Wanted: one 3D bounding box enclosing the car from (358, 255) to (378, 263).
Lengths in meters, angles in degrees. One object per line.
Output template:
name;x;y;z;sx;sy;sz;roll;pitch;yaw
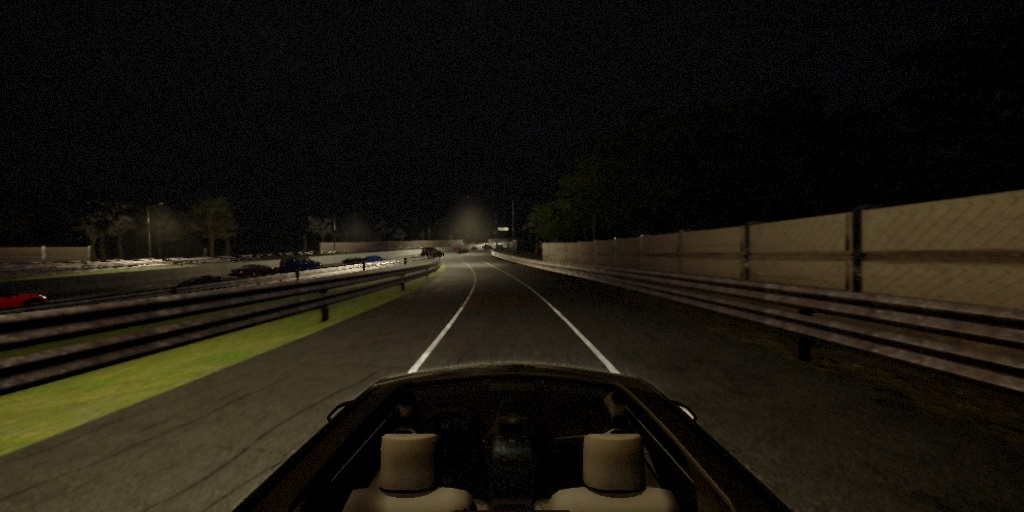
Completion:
car;-23.099;0.580;60.219;1.882;1.535;5.008;0;3;11

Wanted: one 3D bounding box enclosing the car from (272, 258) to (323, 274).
car;-26.190;1.194;44.581;2.150;2.045;5.566;0;3;11

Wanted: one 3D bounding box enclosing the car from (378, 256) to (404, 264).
car;-19.661;0.694;59.561;1.895;1.301;4.718;0;3;11

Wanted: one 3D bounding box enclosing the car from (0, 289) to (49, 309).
car;-30.849;2.684;21.017;2.097;1.767;4.553;0;3;11

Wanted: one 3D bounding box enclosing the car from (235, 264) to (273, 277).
car;-30.210;1.702;42.293;2.033;1.411;5.357;0;3;11

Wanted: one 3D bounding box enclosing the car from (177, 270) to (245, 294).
car;-25.471;2.324;30.170;1.994;1.385;4.181;0;3;11
